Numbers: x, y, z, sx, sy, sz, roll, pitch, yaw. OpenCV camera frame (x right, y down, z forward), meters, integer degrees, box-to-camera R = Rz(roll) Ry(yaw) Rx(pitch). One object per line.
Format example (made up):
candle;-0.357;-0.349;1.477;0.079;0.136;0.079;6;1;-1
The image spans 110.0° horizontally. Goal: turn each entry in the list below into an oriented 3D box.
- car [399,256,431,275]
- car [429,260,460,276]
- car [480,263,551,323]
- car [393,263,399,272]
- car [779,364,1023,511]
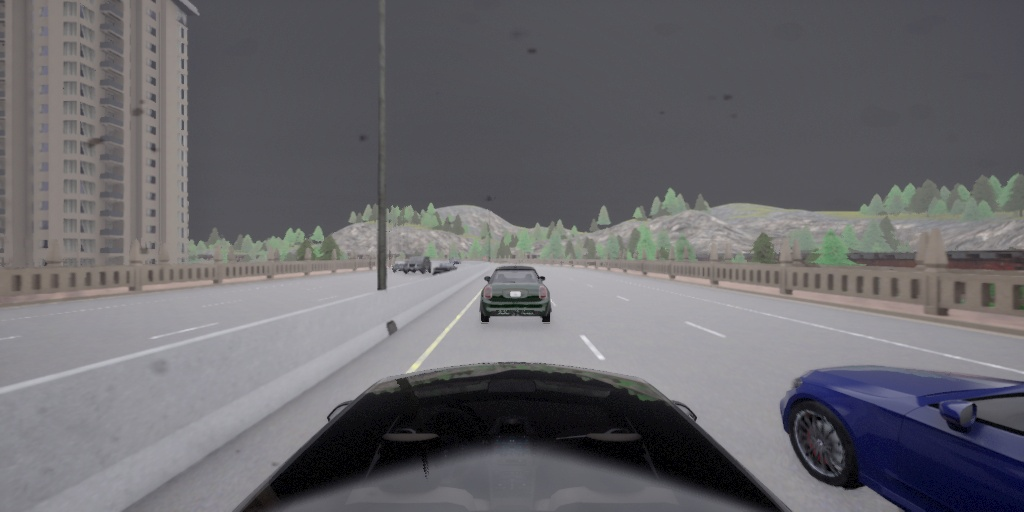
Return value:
car;-10.580;1.022;40.649;2.150;2.045;5.566;0;0;0
car;-7.087;1.394;38.169;1.895;1.301;4.718;0;0;0
car;0.102;1.103;12.316;2.097;1.767;4.553;0;0;0
car;-14.130;1.345;46.972;1.812;1.442;4.674;0;0;0
car;3.599;1.276;1.631;1.812;1.442;4.674;0;0;0
